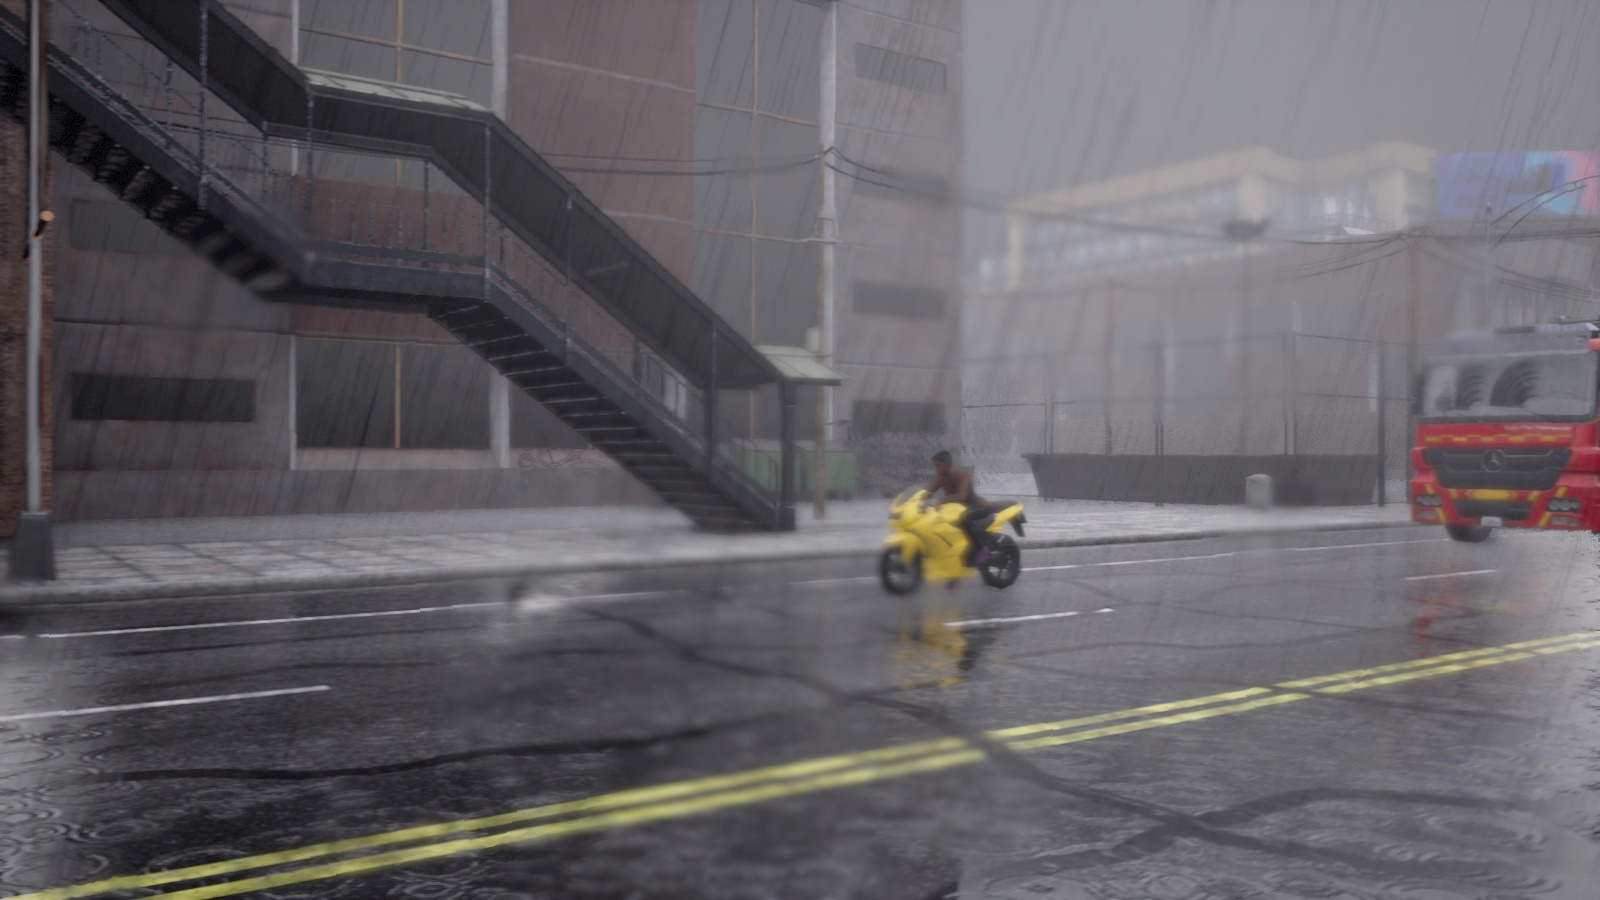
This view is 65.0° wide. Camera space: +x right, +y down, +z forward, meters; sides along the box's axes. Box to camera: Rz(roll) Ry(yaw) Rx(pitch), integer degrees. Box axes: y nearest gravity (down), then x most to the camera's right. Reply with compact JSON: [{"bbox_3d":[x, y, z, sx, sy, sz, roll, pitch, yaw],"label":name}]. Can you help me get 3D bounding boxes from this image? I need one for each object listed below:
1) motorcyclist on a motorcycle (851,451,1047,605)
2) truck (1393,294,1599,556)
[{"bbox_3d":[1.603,0.771,13.343,2.044,1.523,0.797,0,0,-35],"label":"motorcyclist on a motorcycle"},{"bbox_3d":[14.076,-0.358,21.902,8.468,3.827,2.891,0,0,-35],"label":"truck"}]
